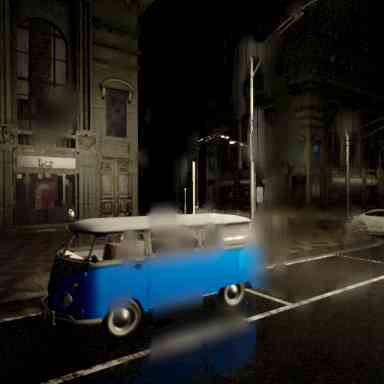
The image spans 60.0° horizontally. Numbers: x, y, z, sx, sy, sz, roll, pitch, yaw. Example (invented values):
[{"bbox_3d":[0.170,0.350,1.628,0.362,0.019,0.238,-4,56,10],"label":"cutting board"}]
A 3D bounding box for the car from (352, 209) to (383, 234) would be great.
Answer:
[{"bbox_3d":[10.780,1.631,17.771,1.812,1.442,4.674,1,-3,-20],"label":"car"}]

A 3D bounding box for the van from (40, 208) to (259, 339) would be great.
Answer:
[{"bbox_3d":[-0.556,1.341,6.276,3.998,1.788,1.690,0,0,-36],"label":"van"}]

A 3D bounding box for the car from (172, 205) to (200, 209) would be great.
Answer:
[{"bbox_3d":[-0.255,2.030,35.158,2.033,1.411,5.357,0,-1,-36],"label":"car"}]
